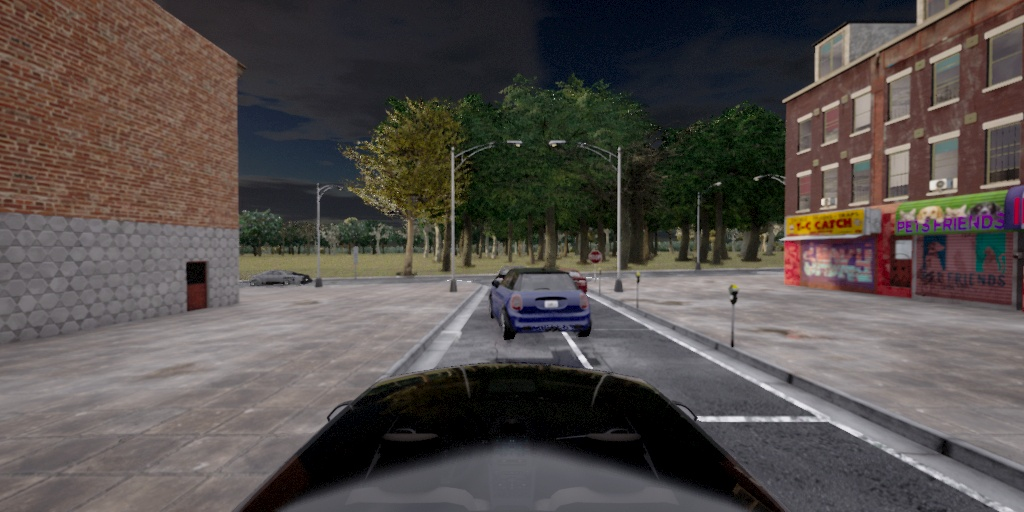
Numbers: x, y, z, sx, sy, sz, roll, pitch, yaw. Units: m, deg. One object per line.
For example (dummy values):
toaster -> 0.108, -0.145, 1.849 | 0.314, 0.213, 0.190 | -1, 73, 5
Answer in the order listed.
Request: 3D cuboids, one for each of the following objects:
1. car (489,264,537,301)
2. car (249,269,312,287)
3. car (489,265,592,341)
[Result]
car -> 0.147, 1.246, 18.391 | 2.128, 1.511, 4.902 | 0, 0, 3
car -> -18.307, 1.752, 28.459 | 4.181, 1.385, 1.994 | -1, 1, 0
car -> 0.549, 1.103, 10.162 | 2.097, 1.767, 4.553 | 0, 0, -9
